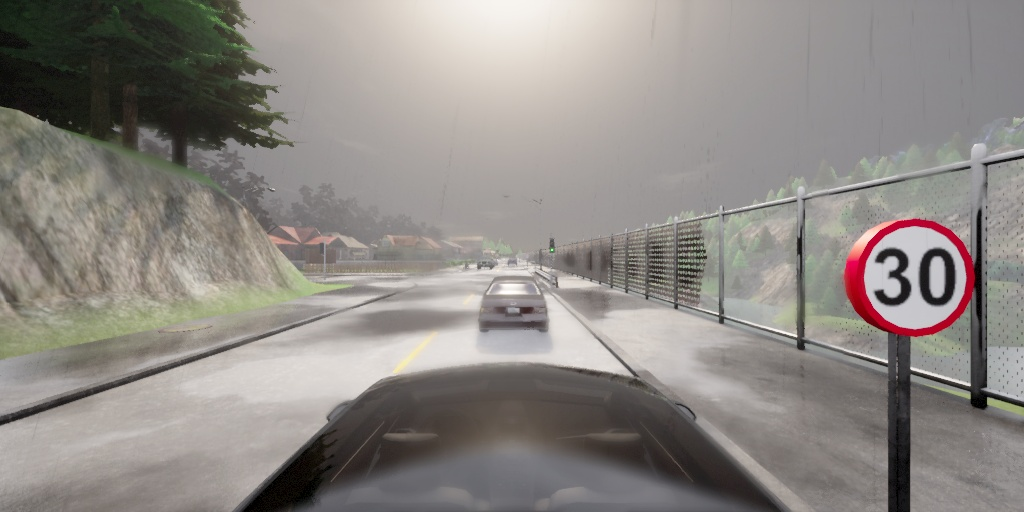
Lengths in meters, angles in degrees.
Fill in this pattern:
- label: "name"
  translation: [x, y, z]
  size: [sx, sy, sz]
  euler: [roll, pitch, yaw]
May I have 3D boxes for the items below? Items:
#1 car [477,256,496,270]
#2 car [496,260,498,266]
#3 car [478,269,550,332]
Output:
- label: "car"
  translation: [-4.035, 0.971, 54.656]
  size: [2.150, 2.045, 5.566]
  euler: [0, 0, 0]
- label: "car"
  translation: [-3.986, 1.297, 64.898]
  size: [2.033, 1.411, 5.357]
  euler: [0, 0, 0]
- label: "car"
  translation: [0.058, 1.298, 10.757]
  size: [2.033, 1.411, 5.357]
  euler: [0, 0, 0]
